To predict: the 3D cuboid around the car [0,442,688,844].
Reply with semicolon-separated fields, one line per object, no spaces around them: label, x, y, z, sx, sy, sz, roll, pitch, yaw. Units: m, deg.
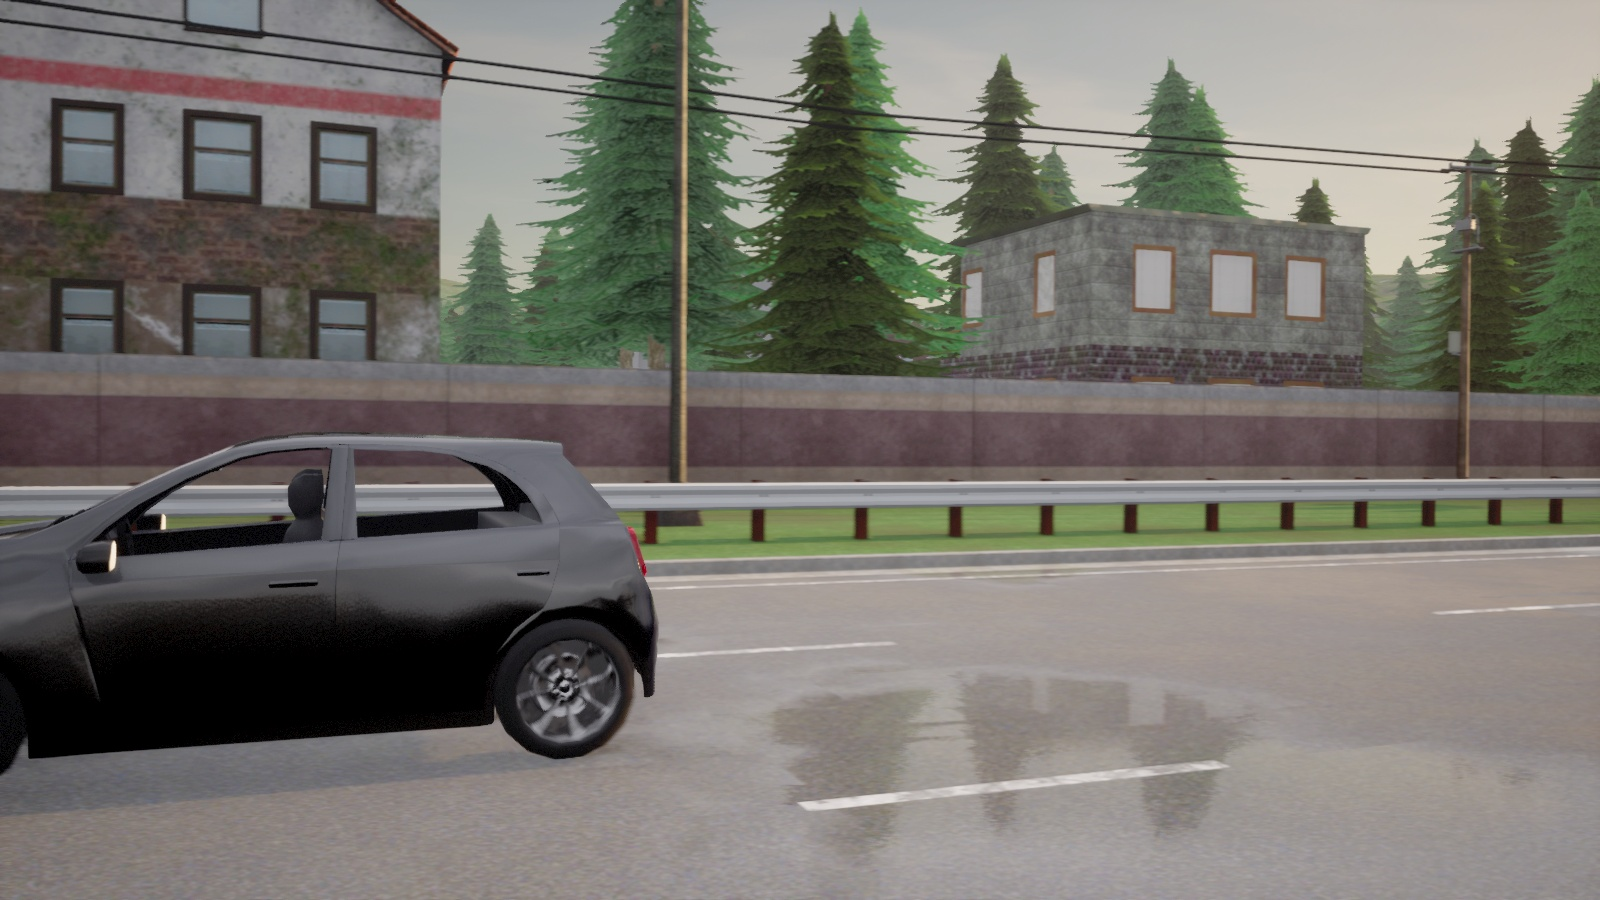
car;-2.551;0.742;6.014;3.633;1.501;1.845;-1;1;-21
